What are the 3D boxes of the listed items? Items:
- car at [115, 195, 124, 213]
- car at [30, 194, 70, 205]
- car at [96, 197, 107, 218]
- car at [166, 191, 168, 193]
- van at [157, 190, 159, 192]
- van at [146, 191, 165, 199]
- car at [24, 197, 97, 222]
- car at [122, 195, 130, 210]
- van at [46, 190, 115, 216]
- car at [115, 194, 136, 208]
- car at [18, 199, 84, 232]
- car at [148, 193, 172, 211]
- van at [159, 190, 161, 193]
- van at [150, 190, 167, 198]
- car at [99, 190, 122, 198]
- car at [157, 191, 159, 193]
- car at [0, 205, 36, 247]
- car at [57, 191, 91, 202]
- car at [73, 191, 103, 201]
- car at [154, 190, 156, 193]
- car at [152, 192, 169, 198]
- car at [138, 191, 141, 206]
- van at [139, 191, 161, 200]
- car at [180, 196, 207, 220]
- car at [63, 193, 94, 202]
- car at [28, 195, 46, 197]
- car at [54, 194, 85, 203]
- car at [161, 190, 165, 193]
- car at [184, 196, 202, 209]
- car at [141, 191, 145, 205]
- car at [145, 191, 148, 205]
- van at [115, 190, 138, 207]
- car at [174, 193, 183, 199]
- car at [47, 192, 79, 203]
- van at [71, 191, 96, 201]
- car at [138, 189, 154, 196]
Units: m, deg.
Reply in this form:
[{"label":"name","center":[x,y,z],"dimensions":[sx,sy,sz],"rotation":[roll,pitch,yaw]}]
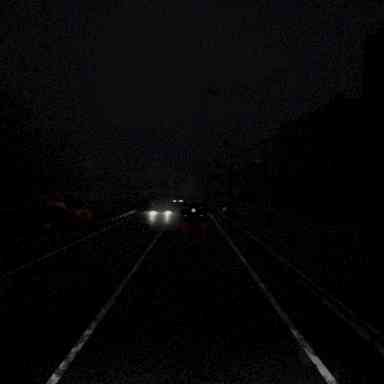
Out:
[{"label":"car","center":[-8.848,1.283,29.268],"dimensions":[4.792,1.488,2.163],"rotation":[0,0,0]},{"label":"car","center":[-21.792,1.128,51.284],"dimensions":[5.366,1.575,1.946],"rotation":[0,0,0]},{"label":"car","center":[-8.901,1.314,23.661],"dimensions":[4.792,1.488,2.163],"rotation":[0,0,0]},{"label":"car","center":[-8.953,0.978,79.734],"dimensions":[4.792,1.488,2.163],"rotation":[0,1,0]},{"label":"van","center":[-9.025,0.840,62.905],"dimensions":[4.442,1.987,1.878],"rotation":[0,0,0]},{"label":"van","center":[-9.043,0.690,82.533],"dimensions":[4.442,1.987,1.878],"rotation":[0,1,0]},{"label":"car","center":[-9.055,1.297,20.858],"dimensions":[5.366,1.575,1.946],"rotation":[0,0,0]},{"label":"car","center":[-8.850,1.267,32.071],"dimensions":[4.792,1.488,2.163],"rotation":[0,0,0]},{"label":"van","center":[-8.758,1.043,26.463],"dimensions":[4.442,1.987,1.878],"rotation":[0,0,0]},{"label":"car","center":[-8.877,1.222,34.874],"dimensions":[5.008,1.535,2.097],"rotation":[0,0,0]},{"label":"car","center":[-8.861,1.317,18.058],"dimensions":[5.008,1.535,2.097],"rotation":[0,0,0]},{"label":"car","center":[-3.325,1.214,37.000],"dimensions":[1.882,1.535,5.008],"rotation":[0,0,0]},{"label":"van","center":[-9.027,0.825,65.709],"dimensions":[4.442,1.987,1.878],"rotation":[0,0,0]},{"label":"van","center":[-9.050,0.583,90.945],"dimensions":[4.442,1.987,1.878],"rotation":[0,1,0]},{"label":"car","center":[-21.984,0.569,90.145],"dimensions":[5.566,2.045,2.435],"rotation":[0,1,0]},{"label":"car","center":[-8.899,1.083,60.103],"dimensions":[4.892,1.521,2.231],"rotation":[0,0,0]},{"label":"car","center":[-8.832,1.387,12.451],"dimensions":[4.792,1.488,2.163],"rotation":[0,0,0]},{"label":"car","center":[-22.016,0.818,62.385],"dimensions":[5.566,2.045,2.435],"rotation":[0,0,0]},{"label":"car","center":[-22.023,0.772,70.712],"dimensions":[5.566,2.045,2.435],"rotation":[0,0,0]},{"label":"car","center":[-8.869,0.877,51.692],"dimensions":[5.566,2.045,2.435],"rotation":[0,0,0]},{"label":"car","center":[-8.939,0.811,93.751],"dimensions":[4.674,1.452,2.002],"rotation":[0,1,0]},{"label":"car","center":[-8.919,1.065,40.480],"dimensions":[4.553,1.767,2.185],"rotation":[0,0,0]},{"label":"van","center":[-9.032,0.793,71.313],"dimensions":[4.442,1.987,1.878],"rotation":[0,0,0]},{"label":"car","center":[0.111,1.306,25.499],"dimensions":[2.163,1.488,4.792],"rotation":[0,0,0]},{"label":"car","center":[-22.176,1.051,65.162],"dimensions":[5.366,1.575,1.946],"rotation":[0,0,0]},{"label":"car","center":[-21.980,1.148,48.507],"dimensions":[4.892,1.521,2.231],"rotation":[0,0,0]},{"label":"car","center":[-21.956,1.114,59.611],"dimensions":[4.792,1.488,2.163],"rotation":[0,0,0]},{"label":"car","center":[-8.885,0.784,68.513],"dimensions":[5.566,2.045,2.435],"rotation":[0,0,0]},{"label":"car","center":[0.118,1.257,41.722],"dimensions":[2.033,1.411,5.357],"rotation":[0,0,0]},{"label":"car","center":[-8.858,1.050,43.283],"dimensions":[4.553,1.767,2.185],"rotation":[0,0,0]},{"label":"car","center":[-8.861,1.034,46.087],"dimensions":[4.553,1.767,2.185],"rotation":[0,0,0]},{"label":"van","center":[-8.768,0.981,37.676],"dimensions":[4.442,1.987,1.878],"rotation":[0,0,0]},{"label":"car","center":[-3.215,0.902,78.113],"dimensions":[1.895,1.301,4.718],"rotation":[0,1,0]},{"label":"car","center":[-22.013,0.975,56.833],"dimensions":[4.553,1.767,2.185],"rotation":[0,0,0]},{"label":"van","center":[-22.109,0.813,67.935],"dimensions":[4.442,1.987,1.878],"rotation":[0,0,0]},{"label":"car","center":[-8.867,0.893,48.889],"dimensions":[5.566,2.045,2.435],"rotation":[0,0,0]}]
